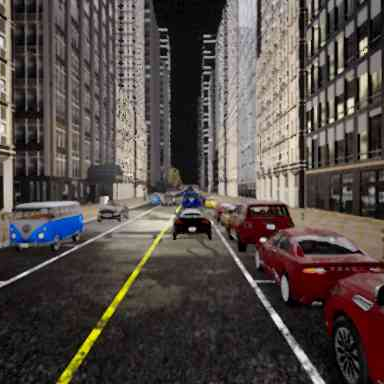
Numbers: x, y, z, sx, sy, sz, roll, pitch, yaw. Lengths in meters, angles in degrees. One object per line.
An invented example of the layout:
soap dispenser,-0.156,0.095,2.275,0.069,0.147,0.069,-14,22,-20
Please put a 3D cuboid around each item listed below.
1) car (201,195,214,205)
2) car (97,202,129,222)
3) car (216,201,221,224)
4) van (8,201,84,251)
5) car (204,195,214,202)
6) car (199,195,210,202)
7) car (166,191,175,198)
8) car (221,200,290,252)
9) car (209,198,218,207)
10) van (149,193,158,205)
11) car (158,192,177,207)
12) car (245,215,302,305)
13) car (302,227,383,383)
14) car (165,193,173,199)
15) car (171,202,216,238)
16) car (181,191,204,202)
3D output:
car,2.458,1.270,53.416,1.947,1.339,4.313,0,0,0
car,-5.801,1.444,24.891,2.008,1.369,4.403,-1,0,0
car,2.602,1.418,19.395,1.752,1.417,4.829,-1,0,0
van,-5.756,1.293,13.496,1.690,1.788,3.998,-1,0,0
car,2.506,1.295,42.189,1.752,1.417,4.829,0,0,0
car,2.410,1.200,64.811,1.947,1.339,4.313,0,0,0
car,-6.093,0.792,93.269,2.192,1.841,5.009,0,0,0
car,2.625,1.238,13.527,2.192,1.841,5.009,-1,0,0
car,2.578,1.409,24.924,1.887,1.381,4.507,-1,0,0
van,-5.924,1.075,53.383,1.690,1.788,3.998,0,0,0
car,-3.202,1.114,46.951,2.097,1.767,4.553,0,0,0
car,2.651,1.496,7.829,1.887,1.381,4.507,-1,0,0
car,2.673,1.295,2.130,2.192,1.841,5.009,-1,0,0
car,-6.067,1.061,87.572,1.887,1.381,4.507,0,0,0
car,0.006,1.440,16.845,1.812,1.442,4.674,0,1,0
car,-0.065,1.027,37.425,2.150,2.045,5.566,0,0,0
